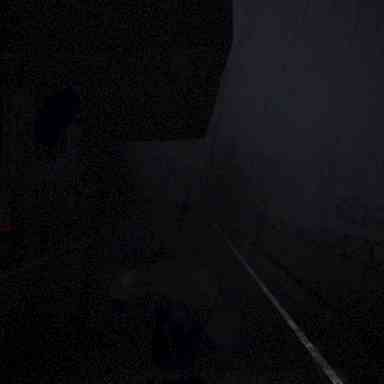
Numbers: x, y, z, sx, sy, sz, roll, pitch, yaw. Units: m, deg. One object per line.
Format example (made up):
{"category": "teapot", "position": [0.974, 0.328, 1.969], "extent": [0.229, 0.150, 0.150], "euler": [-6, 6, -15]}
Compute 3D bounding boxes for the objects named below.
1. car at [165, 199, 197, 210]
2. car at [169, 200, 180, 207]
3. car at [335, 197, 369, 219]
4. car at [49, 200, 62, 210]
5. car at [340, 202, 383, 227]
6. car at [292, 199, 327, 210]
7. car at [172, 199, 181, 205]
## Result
{"category": "car", "position": [-1.568, 1.914, 48.782], "extent": [4.674, 1.442, 1.812], "euler": [-1, -1, 0]}
{"category": "car", "position": [-3.492, 2.223, 66.205], "extent": [1.994, 1.385, 4.181], "euler": [0, -1, 0]}
{"category": "car", "position": [13.279, 1.337, 26.119], "extent": [3.866, 1.878, 1.905], "euler": [0, -1, -1]}
{"category": "car", "position": [-20.789, 1.858, 48.688], "extent": [5.357, 1.411, 2.033], "euler": [0, 0, 2]}
{"category": "car", "position": [12.687, 1.588, 22.788], "extent": [3.806, 1.475, 1.970], "euler": [0, -1, -1]}
{"category": "car", "position": [17.191, 1.795, 48.832], "extent": [4.892, 1.490, 1.837], "euler": [-1, -1, 0]}
{"category": "car", "position": [-3.491, 2.310, 76.043], "extent": [1.994, 1.385, 4.181], "euler": [0, -1, 0]}
